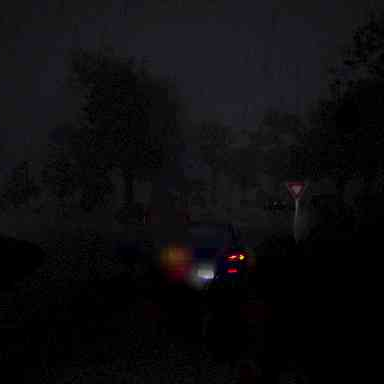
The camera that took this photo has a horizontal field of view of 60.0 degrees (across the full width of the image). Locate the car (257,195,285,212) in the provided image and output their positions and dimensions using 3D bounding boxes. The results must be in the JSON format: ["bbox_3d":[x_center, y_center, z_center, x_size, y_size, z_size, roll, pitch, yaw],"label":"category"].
[{"bbox_3d":[8.264,1.124,34.911,2.097,1.767,4.553,0,0,1],"label":"car"}]

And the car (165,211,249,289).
[{"bbox_3d":[0.453,1.466,8.943,1.812,1.442,4.674,0,0,4],"label":"car"}]

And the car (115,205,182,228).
[{"bbox_3d":[-2.338,1.465,20.785,4.718,1.301,1.895,0,0,-11],"label":"car"}]
